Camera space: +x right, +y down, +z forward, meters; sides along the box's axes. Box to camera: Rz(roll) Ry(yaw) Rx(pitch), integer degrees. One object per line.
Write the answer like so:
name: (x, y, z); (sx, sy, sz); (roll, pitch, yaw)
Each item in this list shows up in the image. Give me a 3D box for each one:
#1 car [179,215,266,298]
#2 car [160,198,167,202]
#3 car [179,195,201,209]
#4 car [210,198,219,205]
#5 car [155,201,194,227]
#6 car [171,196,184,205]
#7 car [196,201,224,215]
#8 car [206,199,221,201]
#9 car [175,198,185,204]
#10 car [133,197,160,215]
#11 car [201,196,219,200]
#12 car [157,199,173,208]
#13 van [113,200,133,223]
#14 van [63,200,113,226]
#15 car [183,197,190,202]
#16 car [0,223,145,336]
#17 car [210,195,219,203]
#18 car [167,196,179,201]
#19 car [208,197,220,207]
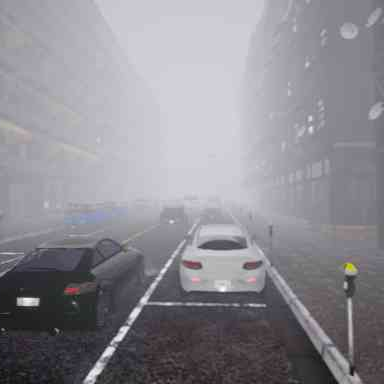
car: (0.737, 1.553, 8.486); (1.812, 1.442, 4.674); (-1, 0, 4)
car: (-5.093, 1.571, 43.219); (2.192, 1.841, 5.009); (1, 0, 4)
car: (0.095, 1.421, 41.610); (2.150, 2.045, 5.566); (-1, 0, 4)
car: (4.715, 1.931, 70.179); (1.802, 1.307, 4.206); (1, 0, 4)
car: (-1.115, 1.616, 23.431); (1.837, 1.490, 4.892); (-1, 0, 4)
car: (-3.103, 1.737, 70.800); (2.192, 1.841, 5.009); (1, 0, 4)
car: (1.564, 1.645, 26.043); (1.887, 1.381, 4.507); (1, 0, 4)
car: (1.962, 1.671, 31.558); (1.887, 1.381, 4.507); (1, 0, 4)
car: (-2.708, 2.007, 76.315); (1.887, 1.381, 4.507); (1, 0, 4)
car: (-5.491, 1.543, 37.704); (2.192, 1.841, 5.009); (1, 0, 4)
car: (2.369, 1.594, 37.076); (1.967, 1.590, 4.097); (1, 0, 4)
car: (-4.301, 1.882, 54.252); (1.947, 1.339, 4.313); (1, 0, 4)
van: (-6.288, 1.516, 26.672); (1.690, 1.788, 3.998); (1, 0, 4)
van: (-6.686, 1.491, 21.154); (1.690, 1.788, 3.998); (1, 0, 4)
car: (-1.514, 2.173, 92.865); (1.802, 1.307, 4.206); (1, 0, 4)
car: (-2.304, 1.613, 6.965); (1.994, 1.385, 4.181); (-1, 0, 4)
car: (5.515, 1.745, 81.214); (2.192, 1.841, 5.009); (1, 0, 4)
car: (-2.273, 1.668, 46.977); (2.097, 1.767, 4.553); (-1, 0, 4)
car: (3.920, 1.717, 59.146); (1.967, 1.590, 4.097); (1, 0, 4)
